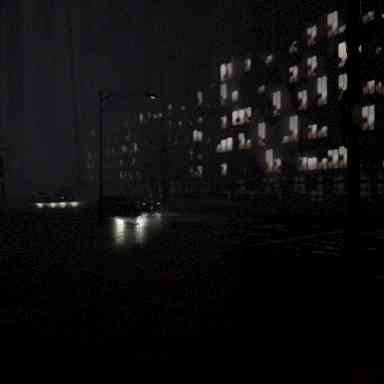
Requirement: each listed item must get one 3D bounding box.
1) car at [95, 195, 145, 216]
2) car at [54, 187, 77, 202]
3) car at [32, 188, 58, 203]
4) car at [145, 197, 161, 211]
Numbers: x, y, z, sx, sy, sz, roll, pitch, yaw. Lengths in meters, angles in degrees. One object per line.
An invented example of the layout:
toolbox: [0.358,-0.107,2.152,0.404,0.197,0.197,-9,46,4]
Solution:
car: [-5.980,0.974,26.332,1.882,1.535,5.008,-1,1,-38]
car: [-18.302,0.240,47.482,2.150,2.045,5.566,-1,1,-38]
car: [-19.745,0.569,44.028,1.882,1.535,5.008,-1,1,-38]
car: [-4.772,1.034,30.055,1.895,1.301,4.718,-1,1,-38]
